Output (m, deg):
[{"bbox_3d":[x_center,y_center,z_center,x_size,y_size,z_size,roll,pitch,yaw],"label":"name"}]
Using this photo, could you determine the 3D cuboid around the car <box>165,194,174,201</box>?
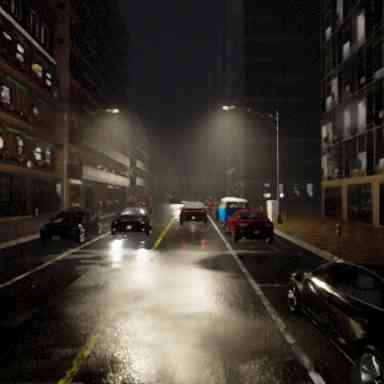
[{"bbox_3d":[-5.670,1.381,84.284,1.752,1.417,4.829,1,0,0],"label":"car"}]

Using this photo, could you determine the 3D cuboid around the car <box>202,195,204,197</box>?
[{"bbox_3d":[2.675,1.439,50.312,1.752,1.417,4.829,1,0,0],"label":"car"}]

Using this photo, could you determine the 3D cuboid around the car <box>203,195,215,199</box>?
[{"bbox_3d":[2.676,1.374,38.747,1.967,1.590,4.097,1,0,0],"label":"car"}]

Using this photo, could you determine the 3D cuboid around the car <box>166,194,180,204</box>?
[{"bbox_3d":[-3.038,1.460,59.788,1.994,1.385,4.181,0,0,1],"label":"car"}]

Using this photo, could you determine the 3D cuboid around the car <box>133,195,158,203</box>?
[{"bbox_3d":[-5.668,1.249,38.873,2.192,1.841,5.009,1,0,0],"label":"car"}]

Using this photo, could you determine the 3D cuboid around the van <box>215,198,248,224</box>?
[{"bbox_3d":[2.677,1.305,21.653,1.690,1.788,3.998,1,0,0],"label":"van"}]

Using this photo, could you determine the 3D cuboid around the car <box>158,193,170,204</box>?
[{"bbox_3d":[-5.669,1.334,61.664,1.967,1.590,4.097,1,0,0],"label":"car"}]

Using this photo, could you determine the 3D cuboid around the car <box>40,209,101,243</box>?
[{"bbox_3d":[-5.675,1.539,16.082,1.947,1.339,4.313,1,0,0],"label":"car"}]

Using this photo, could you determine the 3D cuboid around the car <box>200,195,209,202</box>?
[{"bbox_3d":[2.677,1.400,73.103,1.752,1.417,4.829,1,0,0],"label":"car"}]

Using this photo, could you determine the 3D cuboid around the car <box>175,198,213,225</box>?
[{"bbox_3d":[0.101,1.451,23.620,2.128,1.511,4.902,0,0,0],"label":"car"}]

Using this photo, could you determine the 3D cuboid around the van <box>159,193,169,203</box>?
[{"bbox_3d":[-5.667,1.225,67.361,1.690,1.788,3.998,1,0,0],"label":"van"}]

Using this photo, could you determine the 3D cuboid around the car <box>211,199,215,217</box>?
[{"bbox_3d":[2.673,1.520,27.351,1.947,1.339,4.313,1,0,0],"label":"car"}]

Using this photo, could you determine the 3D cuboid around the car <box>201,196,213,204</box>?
[{"bbox_3d":[2.675,1.445,61.538,2.008,1.369,4.403,1,0,0],"label":"car"}]

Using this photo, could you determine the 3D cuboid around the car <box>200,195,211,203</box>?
[{"bbox_3d":[2.676,1.429,67.236,1.887,1.381,4.507,1,0,0],"label":"car"}]

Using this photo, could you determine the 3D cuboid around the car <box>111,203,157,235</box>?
[{"bbox_3d":[-3.098,1.533,18.282,1.994,1.385,4.181,0,0,0],"label":"car"}]

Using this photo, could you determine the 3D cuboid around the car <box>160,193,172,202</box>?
[{"bbox_3d":[-5.666,1.189,73.058,2.192,1.841,5.009,1,0,0],"label":"car"}]

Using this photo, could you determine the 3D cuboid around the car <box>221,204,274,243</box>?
[{"bbox_3d":[2.673,1.518,15.956,1.887,1.381,4.507,1,0,0],"label":"car"}]

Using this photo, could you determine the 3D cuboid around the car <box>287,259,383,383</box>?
[{"bbox_3d":[2.672,1.559,4.560,1.947,1.339,4.313,1,0,0],"label":"car"}]
